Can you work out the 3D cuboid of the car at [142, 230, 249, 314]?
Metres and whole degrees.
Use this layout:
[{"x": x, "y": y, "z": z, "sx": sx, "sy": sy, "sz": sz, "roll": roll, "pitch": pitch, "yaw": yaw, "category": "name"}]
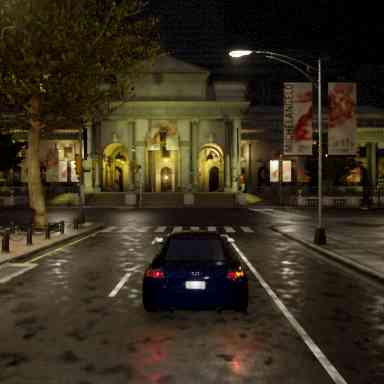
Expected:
[{"x": 0.076, "y": 1.564, "z": 7.717, "sx": 1.994, "sy": 1.385, "sz": 4.181, "roll": 0, "pitch": 0, "yaw": 0, "category": "car"}]
